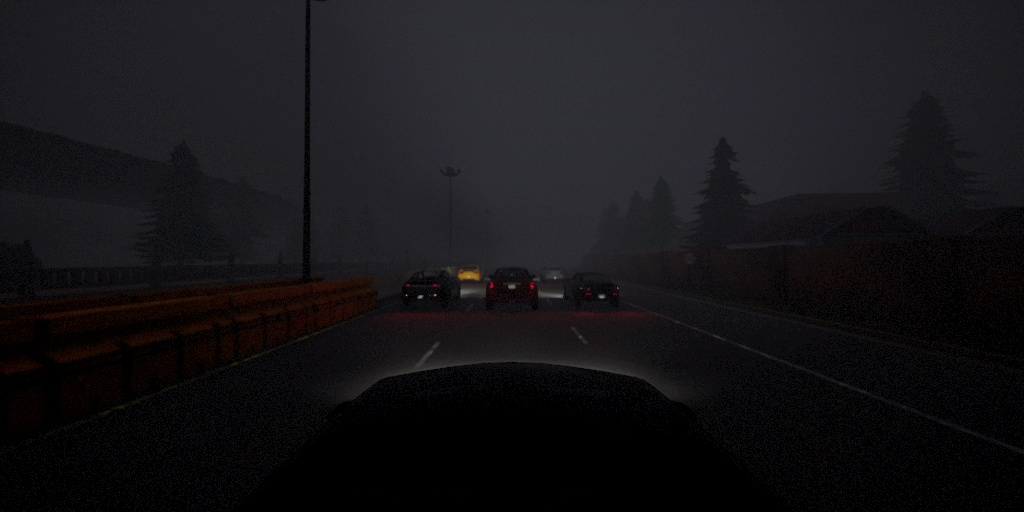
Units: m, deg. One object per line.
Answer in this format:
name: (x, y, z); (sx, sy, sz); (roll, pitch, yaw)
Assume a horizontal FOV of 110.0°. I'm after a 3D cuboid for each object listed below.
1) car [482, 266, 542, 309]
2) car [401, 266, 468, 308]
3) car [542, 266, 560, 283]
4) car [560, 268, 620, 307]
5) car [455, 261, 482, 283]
car: (-0.002, 1.236, 15.938); (2.097, 1.767, 4.553); (0, -1, 0)
car: (-3.502, 1.380, 16.151); (2.128, 1.511, 4.902); (0, 0, 0)
car: (3.495, 1.557, 31.243); (1.812, 1.442, 4.674); (0, 0, 0)
car: (3.499, 1.414, 16.246); (1.812, 1.442, 4.674); (0, 0, 0)
car: (-3.504, 1.510, 31.328); (1.882, 1.535, 5.008); (0, 0, 0)
